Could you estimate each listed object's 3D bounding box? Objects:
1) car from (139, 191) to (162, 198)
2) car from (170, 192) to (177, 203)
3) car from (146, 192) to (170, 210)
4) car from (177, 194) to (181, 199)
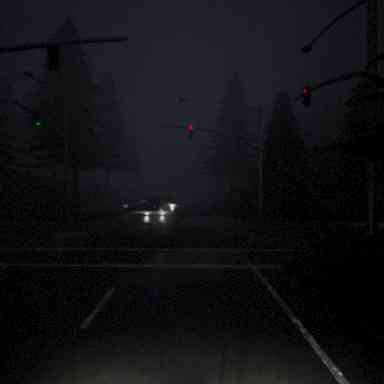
[{"bbox_3d":[-8.117,0.426,64.357,1.895,1.301,4.718,-1,1,-44],"label":"car"},{"bbox_3d":[-3.598,0.974,48.946,1.895,1.301,4.718,0,1,-1],"label":"car"},{"bbox_3d":[-3.595,1.062,34.358,1.837,1.490,4.892,0,2,0],"label":"car"},{"bbox_3d":[-4.006,0.735,64.867,1.994,1.385,4.181,-1,1,-39],"label":"car"}]
